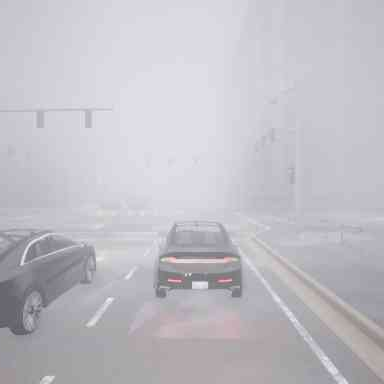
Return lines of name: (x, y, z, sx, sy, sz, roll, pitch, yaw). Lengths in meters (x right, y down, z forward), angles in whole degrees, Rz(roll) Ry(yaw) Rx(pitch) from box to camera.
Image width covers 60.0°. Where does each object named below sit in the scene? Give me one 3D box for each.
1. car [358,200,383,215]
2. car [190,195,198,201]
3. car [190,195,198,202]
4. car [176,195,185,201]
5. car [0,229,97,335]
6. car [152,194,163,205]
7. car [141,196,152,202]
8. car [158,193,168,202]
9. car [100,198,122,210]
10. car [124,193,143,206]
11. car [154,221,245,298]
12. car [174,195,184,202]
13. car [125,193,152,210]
car: (19.461, 1.491, 32.958, 5.357, 1.411, 2.033, 0, 0, 0)
car: (0.580, 1.460, 85.459, 1.882, 1.535, 5.008, 0, 0, 0)
car: (0.518, 1.592, 76.414, 1.895, 1.301, 4.718, 0, 0, 0)
car: (-2.920, 1.522, 85.483, 2.033, 1.411, 5.357, 0, 0, 0)
car: (-3.400, 1.491, 6.687, 2.128, 1.511, 4.902, 0, 0, 1)
car: (-6.694, 1.503, 57.446, 1.837, 1.490, 4.892, 0, 0, 1)
car: (-10.003, 1.552, 73.388, 1.994, 1.385, 4.181, 0, 0, 0)
car: (-6.506, 1.224, 72.887, 2.150, 2.045, 5.566, 0, 0, 0)
car: (-10.310, 1.477, 42.483, 1.882, 1.535, 5.008, 0, 0, 0)
car: (-10.184, 1.219, 58.226, 2.150, 2.045, 5.566, 0, 0, 1)
car: (0.134, 1.491, 8.507, 2.128, 1.511, 4.902, 0, 0, 0)
car: (-2.986, 1.496, 75.781, 1.837, 1.490, 4.892, 0, 0, 0)
car: (-6.809, 1.352, 42.453, 2.097, 1.767, 4.553, 0, 0, 0)
